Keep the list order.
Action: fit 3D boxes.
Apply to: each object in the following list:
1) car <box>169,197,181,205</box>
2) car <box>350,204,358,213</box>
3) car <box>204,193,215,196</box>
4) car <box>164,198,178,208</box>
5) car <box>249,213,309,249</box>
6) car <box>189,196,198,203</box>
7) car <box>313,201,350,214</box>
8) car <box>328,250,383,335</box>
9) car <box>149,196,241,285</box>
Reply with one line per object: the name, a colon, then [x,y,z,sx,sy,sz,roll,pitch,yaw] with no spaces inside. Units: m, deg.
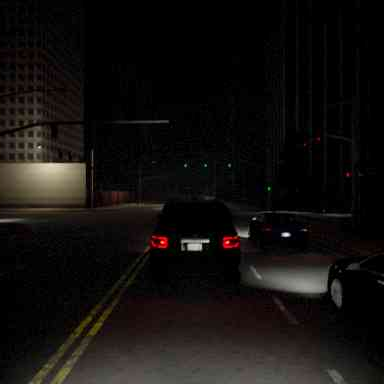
car: [-3.220,1.690,62.932,1.882,1.535,5.008,0,0,1]
car: [18.721,1.409,32.990,4.553,1.767,2.097,0,0,0]
car: [3.895,1.332,73.773,2.150,2.045,5.566,0,0,0]
car: [-3.312,1.682,52.593,1.837,1.490,4.892,0,0,0]
car: [3.722,1.615,14.806,1.994,1.385,4.181,0,0,3]
car: [0.395,1.607,73.762,1.837,1.490,4.892,0,0,0]
car: [15.822,1.669,36.510,4.718,1.301,1.895,0,0,0]
car: [3.621,1.523,4.769,1.837,1.490,4.892,0,0,0]
car: [0.099,1.257,9.775,2.150,2.045,5.566,0,0,1]
